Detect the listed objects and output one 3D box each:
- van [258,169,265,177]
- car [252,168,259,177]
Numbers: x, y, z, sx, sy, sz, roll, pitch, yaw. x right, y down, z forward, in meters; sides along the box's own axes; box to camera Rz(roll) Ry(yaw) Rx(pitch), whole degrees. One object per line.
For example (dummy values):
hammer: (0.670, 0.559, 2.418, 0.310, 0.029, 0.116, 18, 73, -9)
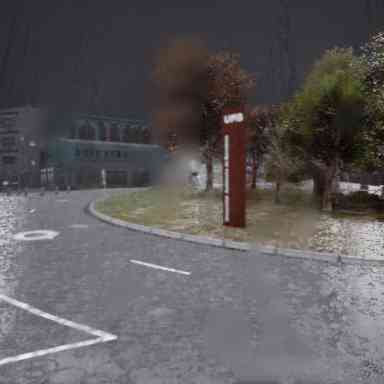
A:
van: (20.816, -4.696, 88.965, 4.442, 1.987, 1.878, -2, 7, -24)
car: (20.485, -5.073, 91.914, 5.566, 2.045, 2.435, -2, 8, -24)
